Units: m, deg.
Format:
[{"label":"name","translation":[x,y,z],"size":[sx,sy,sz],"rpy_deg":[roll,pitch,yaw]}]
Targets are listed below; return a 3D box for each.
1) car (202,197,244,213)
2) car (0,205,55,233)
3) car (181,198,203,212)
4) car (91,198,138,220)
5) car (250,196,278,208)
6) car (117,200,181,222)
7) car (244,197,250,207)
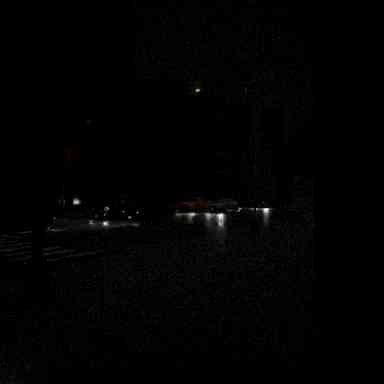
[{"label":"car","translation":[3.369,1.399,35.292],"size":[1.812,1.442,4.674],"rpy_deg":[0,0,35]},{"label":"car","translation":[-9.526,1.459,17.079],"size":[2.128,1.511,4.902],"rpy_deg":[0,0,35]},{"label":"car","translation":[0.553,1.359,36.940],"size":[1.882,1.535,5.008],"rpy_deg":[0,0,35]},{"label":"car","translation":[-6.111,1.282,27.531],"size":[2.097,1.767,4.553],"rpy_deg":[0,0,35]},{"label":"car","translation":[10.026,1.330,44.634],"size":[1.837,1.490,4.892],"rpy_deg":[0,0,36]},{"label":"car","translation":[-3.245,1.523,25.958],"size":[1.895,1.301,4.718],"rpy_deg":[0,0,35]},{"label":"car","translation":[6.684,1.400,45.556],"size":[1.994,1.385,4.181],"rpy_deg":[0,0,35]}]
